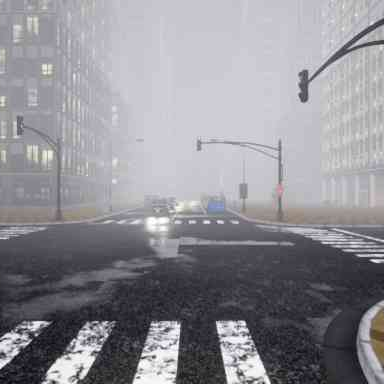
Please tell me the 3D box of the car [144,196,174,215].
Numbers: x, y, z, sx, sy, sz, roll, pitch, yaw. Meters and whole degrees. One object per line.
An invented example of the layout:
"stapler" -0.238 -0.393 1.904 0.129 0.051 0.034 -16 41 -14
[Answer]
"car" -3.210 1.491 33.243 2.128 1.511 4.902 0 0 -1

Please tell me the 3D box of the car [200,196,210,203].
"car" 2.757 1.541 69.093 1.887 1.381 4.507 0 0 0

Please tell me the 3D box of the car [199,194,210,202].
"car" 2.784 1.311 74.633 2.192 1.841 5.009 0 0 0

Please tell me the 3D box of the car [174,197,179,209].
"car" -3.155 1.546 43.028 2.033 1.411 5.357 0 0 0

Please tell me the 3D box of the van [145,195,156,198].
"van" -5.726 1.340 46.975 1.690 1.788 3.998 0 0 0

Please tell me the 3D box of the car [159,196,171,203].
"car" -5.623 1.548 69.131 2.008 1.369 4.403 0 0 0

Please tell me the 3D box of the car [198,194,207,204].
"car" 2.733 1.312 63.553 2.192 1.841 5.009 0 0 0

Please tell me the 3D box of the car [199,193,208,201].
"car" 2.837 1.308 85.711 2.192 1.841 5.009 0 0 0

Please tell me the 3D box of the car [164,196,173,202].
"car" -5.571 1.577 80.210 1.802 1.307 4.206 0 0 0

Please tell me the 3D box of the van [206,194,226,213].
"van" 2.717 1.340 35.861 1.690 1.788 3.998 0 0 0

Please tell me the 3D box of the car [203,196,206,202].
"car" 2.651 1.544 41.399 1.887 1.381 4.507 0 0 0

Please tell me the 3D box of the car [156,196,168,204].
"car" -5.649 1.563 63.592 1.947 1.339 4.313 0 0 0

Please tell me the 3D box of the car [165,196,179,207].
"car" -3.097 1.476 53.168 1.882 1.535 5.008 0 0 1
